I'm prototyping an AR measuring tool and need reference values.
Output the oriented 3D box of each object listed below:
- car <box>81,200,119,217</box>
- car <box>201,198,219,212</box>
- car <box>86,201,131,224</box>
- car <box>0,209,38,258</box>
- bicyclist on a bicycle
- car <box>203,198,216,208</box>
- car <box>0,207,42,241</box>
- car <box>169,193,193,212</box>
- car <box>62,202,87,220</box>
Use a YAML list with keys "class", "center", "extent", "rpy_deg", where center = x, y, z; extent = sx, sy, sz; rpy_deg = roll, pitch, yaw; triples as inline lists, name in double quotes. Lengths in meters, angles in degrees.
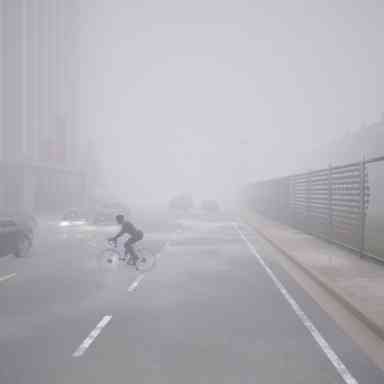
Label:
- class: "car"
  center: [-8.883, 1.547, 32.632]
  extent: [2.033, 1.411, 5.357]
  rpy_deg: [0, 0, 4]
- class: "car"
  center: [2.135, 1.564, 39.332]
  extent: [1.994, 1.385, 4.181]
  rpy_deg: [0, 0, 3]
- class: "car"
  center: [-5.844, 1.504, 24.599]
  extent: [1.837, 1.490, 4.892]
  rpy_deg: [0, 0, 3]
- class: "car"
  center: [-6.650, 1.492, 9.951]
  extent: [2.128, 1.511, 4.902]
  rpy_deg: [0, 0, 3]
- class: "bicyclist on a bicycle"
  center: [-1.831, 1.453, 9.262]
  extent: [1.656, 1.620, 0.582]
  rpy_deg: [-2, 0, 3]
- class: "car"
  center: [2.654, 1.601, 49.364]
  extent: [1.895, 1.301, 4.718]
  rpy_deg: [0, 0, 4]
- class: "car"
  center: [-9.765, 1.563, 17.167]
  extent: [1.994, 1.385, 4.181]
  rpy_deg: [0, 0, 2]
- class: "car"
  center: [-1.414, 1.352, 38.610]
  extent: [2.097, 1.767, 4.553]
  rpy_deg: [0, 0, 3]
- class: "car"
  center: [-9.095, 1.564, 27.662]
  extent: [1.994, 1.385, 4.181]
  rpy_deg: [0, 0, 3]
